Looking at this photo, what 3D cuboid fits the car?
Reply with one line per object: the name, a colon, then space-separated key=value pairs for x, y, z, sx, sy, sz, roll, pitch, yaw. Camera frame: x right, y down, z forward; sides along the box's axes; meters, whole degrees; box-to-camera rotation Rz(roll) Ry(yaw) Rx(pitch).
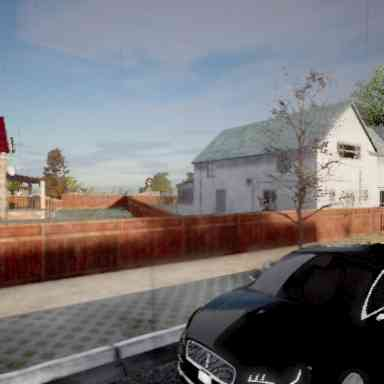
car: x=2.095 y=1.527 z=4.585 sx=4.892 sy=1.490 sz=1.837 roll=0 pitch=0 yaw=-36
